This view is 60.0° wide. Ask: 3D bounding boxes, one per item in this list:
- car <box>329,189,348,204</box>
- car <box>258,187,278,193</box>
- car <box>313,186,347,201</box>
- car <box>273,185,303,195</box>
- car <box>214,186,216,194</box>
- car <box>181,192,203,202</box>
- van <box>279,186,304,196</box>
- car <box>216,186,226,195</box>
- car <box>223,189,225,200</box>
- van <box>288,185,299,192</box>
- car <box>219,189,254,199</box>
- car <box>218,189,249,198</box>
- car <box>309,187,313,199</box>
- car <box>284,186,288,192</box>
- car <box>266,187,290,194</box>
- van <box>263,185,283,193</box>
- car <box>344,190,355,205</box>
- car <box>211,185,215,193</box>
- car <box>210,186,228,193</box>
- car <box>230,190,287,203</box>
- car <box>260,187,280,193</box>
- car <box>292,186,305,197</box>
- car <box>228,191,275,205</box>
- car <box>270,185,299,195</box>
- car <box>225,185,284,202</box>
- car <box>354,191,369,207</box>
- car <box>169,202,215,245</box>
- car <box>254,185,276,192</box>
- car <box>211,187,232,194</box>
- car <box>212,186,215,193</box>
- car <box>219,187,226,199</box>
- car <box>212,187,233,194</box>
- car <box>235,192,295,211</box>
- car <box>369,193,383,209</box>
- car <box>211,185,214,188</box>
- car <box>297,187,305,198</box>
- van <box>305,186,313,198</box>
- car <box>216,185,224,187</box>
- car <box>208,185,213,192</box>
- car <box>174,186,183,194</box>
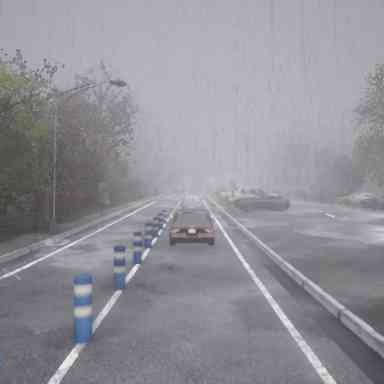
[{"bbox_3d":[19.765,0.698,39.712,5.366,1.575,1.946,0,2,0],"label":"car"},{"bbox_3d":[20.365,-0.609,89.545,5.008,1.535,2.097,0,1,0],"label":"car"},{"bbox_3d":[20.026,0.271,45.239,5.566,2.045,2.435,0,2,0],"label":"car"},{"bbox_3d":[20.179,-0.403,70.152,5.566,2.045,2.435,0,1,0],"label":"car"},{"bbox_3d":[7.088,0.078,62.028,4.792,1.488,2.163,0,1,0],"label":"car"},{"bbox_3d":[0.000,0.966,29.682,1.812,1.442,4.674,0,2,0],"label":"car"},{"bbox_3d":[20.067,-0.312,67.385,4.442,1.987,1.878,0,1,0],"label":"van"},{"bbox_3d":[6.781,0.342,51.060,5.366,1.575,1.946,0,2,0],"label":"car"},{"bbox_3d":[6.901,0.617,42.615,4.892,1.521,2.231,0,2,0],"label":"car"},{"bbox_3d":[20.005,-0.112,59.061,4.442,1.987,1.878,0,1,0],"label":"van"},{"bbox_3d":[7.174,0.262,53.709,5.366,1.575,1.946,0,2,0],"label":"car"},{"bbox_3d":[7.006,0.189,56.477,4.892,1.521,2.231,0,2,0],"label":"car"},{"bbox_3d":[19.992,0.463,48.016,4.792,1.488,2.163,0,2,0],"label":"car"},{"bbox_3d":[20.143,0.045,61.851,5.008,1.535,2.097,0,1,0],"label":"car"},{"bbox_3d":[20.272,-0.348,78.467,5.008,1.535,2.097,0,1,0],"label":"car"},{"bbox_3d":[20.442,-0.707,84.125,4.442,1.987,1.878,0,1,0],"label":"van"},{"bbox_3d":[19.925,0.831,36.943,4.674,1.452,2.002,0,2,0],"label":"car"},{"bbox_3d":[7.100,-0.119,70.355,4.792,1.488,2.163,0,1,0],"label":"car"},{"bbox_3d":[7.261,-0.733,89.778,4.553,1.767,2.185,0,1,0],"label":"car"},{"bbox_3d":[6.830,0.885,34.290,5.008,1.535,2.097,0,2,0],"label":"car"},{"bbox_3d":[20.345,-0.504,86.775,4.674,1.452,2.002,0,1,0],"label":"car"},{"bbox_3d":[20.120,0.214,56.316,4.792,1.488,2.163,0,1,0],"label":"car"},{"bbox_3d":[7.057,0.702,39.838,5.366,1.575,1.946,0,2,0],"label":"car"},{"bbox_3d":[20.203,-0.468,72.922,5.566,2.045,2.435,0,1,0],"label":"car"},{"bbox_3d":[6.877,0.544,37.056,5.566,2.045,2.435,0,2,0],"label":"car"},{"bbox_3d":[19.875,0.910,34.174,4.792,1.488,2.163,0,2,0],"label":"car"},{"bbox_3d":[0.000,1.408,14.653,2.033,1.411,5.357,0,1,0],"label":"car"},{"bbox_3d":[20.367,-0.929,92.433,5.566,2.045,2.435,0,1,0],"label":"car"},{"bbox_3d":[7.216,-0.410,81.455,4.892,1.521,2.231,0,1,0],"label":"car"},{"bbox_3d":[7.076,-0.054,67.579,4.792,1.488,2.163,0,1,0],"label":"car"},{"bbox_3d":[6.733,0.523,45.390,5.366,1.575,1.946,0,2,0],"label":"car"},{"bbox_3d":[7.205,-0.344,78.680,4.892,1.521,2.231,0,1,0],"label":"car"},{"bbox_3d":[6.772,1.004,31.517,4.792,1.488,2.163,0,2,0],"label":"car"},{"bbox_3d":[19.913,0.840,31.525,4.553,1.767,2.185,0,2,0],"label":"car"},{"bbox_3d":[7.123,-0.185,73.130,4.792,1.488,2.163,0,1,0],"label":"car"},{"bbox_3d":[20.097,0.288,53.678,4.792,1.488,2.163,0,2,1],"label":"car"},{"bbox_3d":[20.162,0.116,50.899,4.442,1.987,1.878,0,2,0],"label":"van"},{"bbox_3d":[7.066,-0.010,59.252,4.553,1.767,2.185,0,1,0],"label":"car"},{"bbox_3d":[6.990,-0.283,75.906,5.366,1.575,1.946,0,1,0],"label":"car"},{"bbox_3d":[-3.085,-0.513,77.344,2.097,1.767,4.553,0,1,0],"label":"car"}]
